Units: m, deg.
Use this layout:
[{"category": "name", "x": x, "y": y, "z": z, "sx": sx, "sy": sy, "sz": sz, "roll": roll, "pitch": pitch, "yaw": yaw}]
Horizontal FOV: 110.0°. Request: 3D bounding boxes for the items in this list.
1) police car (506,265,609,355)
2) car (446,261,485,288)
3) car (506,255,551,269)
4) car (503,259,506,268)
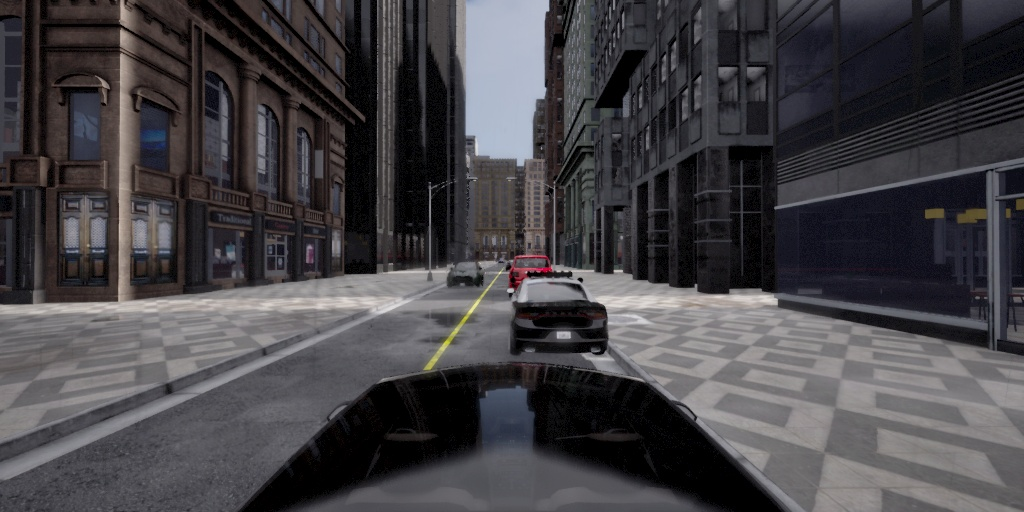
[{"category": "police car", "x": 0.906, "y": 1.179, "z": 8.844, "sx": 1.930, "sy": 1.638, "sz": 5.238, "roll": 0, "pitch": 0, "yaw": 0}, {"category": "car", "x": -2.976, "y": 1.118, "z": 23.760, "sx": 2.097, "sy": 1.767, "sz": 4.553, "roll": 0, "pitch": 0, "yaw": 0}, {"category": "car", "x": 0.919, "y": 0.985, "z": 18.765, "sx": 2.150, "sy": 2.045, "sz": 5.566, "roll": 0, "pitch": 0, "yaw": 0}, {"category": "car", "x": 0.103, "y": 1.414, "z": 48.548, "sx": 1.895, "sy": 1.301, "sz": 4.718, "roll": 0, "pitch": 0, "yaw": 1}]
